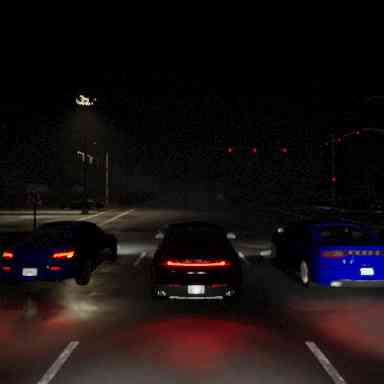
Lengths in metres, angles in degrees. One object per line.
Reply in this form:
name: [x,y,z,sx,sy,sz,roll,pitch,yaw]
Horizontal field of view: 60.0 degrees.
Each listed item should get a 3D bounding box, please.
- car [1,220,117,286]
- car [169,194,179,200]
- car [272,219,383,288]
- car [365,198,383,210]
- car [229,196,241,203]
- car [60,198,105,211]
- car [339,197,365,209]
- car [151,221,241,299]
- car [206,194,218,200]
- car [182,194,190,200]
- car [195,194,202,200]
car: [-3.414,1.521,9.312,1.812,1.442,4.674,0,0,0]
car: [-5.202,1.305,93.033,2.097,1.767,4.553,0,0,0]
car: [3.589,1.473,9.266,1.882,1.535,5.008,0,0,0]
car: [23.777,1.203,38.630,5.566,2.045,2.150,0,0,-1]
car: [8.841,1.514,68.029,2.033,1.411,5.357,0,0,-1]
car: [-12.524,1.474,38.196,4.902,1.511,2.128,0,0,-1]
car: [22.684,1.482,45.618,4.892,1.490,1.837,0,0,-1]
car: [0.088,1.501,8.390,1.837,1.490,4.892,0,0,0]
car: [5.295,1.427,92.220,1.882,1.535,5.008,0,0,0]
car: [-1.703,1.502,92.666,1.994,1.385,4.181,0,0,0]
car: [1.795,1.427,92.234,1.882,1.535,5.008,0,0,0]
